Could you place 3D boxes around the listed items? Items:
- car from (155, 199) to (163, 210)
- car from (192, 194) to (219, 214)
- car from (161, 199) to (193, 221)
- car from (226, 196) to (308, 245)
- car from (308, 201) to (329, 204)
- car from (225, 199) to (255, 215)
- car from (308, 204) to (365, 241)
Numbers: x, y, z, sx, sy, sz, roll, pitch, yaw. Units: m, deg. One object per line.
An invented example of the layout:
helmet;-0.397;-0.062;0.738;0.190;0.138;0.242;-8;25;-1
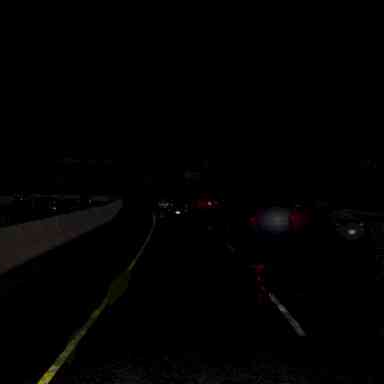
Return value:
car;-3.663;1.576;42.870;1.895;1.301;4.718;0;0;-11
car;1.303;1.202;34.694;2.150;2.045;5.566;0;0;-8
car;-1.308;1.548;27.453;1.994;1.385;4.181;0;0;-6
car;3.221;1.213;15.712;2.150;2.045;5.566;0;0;-3
car;9.448;1.463;25.648;1.882;1.535;5.008;0;0;-6
car;4.876;1.506;34.306;1.812;1.442;4.674;0;0;-8
car;6.675;1.517;16.450;1.812;1.442;4.674;0;0;-3
